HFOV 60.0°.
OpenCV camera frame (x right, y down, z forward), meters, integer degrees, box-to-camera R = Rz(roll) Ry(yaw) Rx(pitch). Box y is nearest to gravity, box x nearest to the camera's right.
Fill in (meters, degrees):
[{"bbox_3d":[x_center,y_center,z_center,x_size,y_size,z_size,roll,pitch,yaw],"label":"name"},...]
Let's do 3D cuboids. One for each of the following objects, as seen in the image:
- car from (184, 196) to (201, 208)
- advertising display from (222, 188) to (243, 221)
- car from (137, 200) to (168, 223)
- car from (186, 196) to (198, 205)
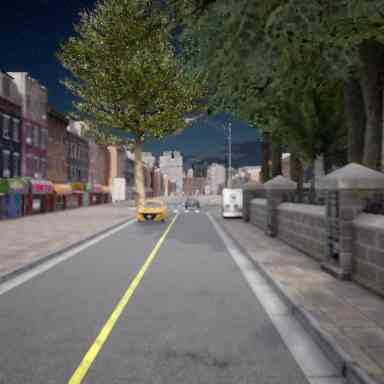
[{"bbox_3d":[0.040,1.241,41.771,2.128,1.511,4.902,-1,0,0],"label":"car"},{"bbox_3d":[2.995,0.899,24.722,1.540,2.440,0.280,-1,0,0],"label":"advertising display"},{"bbox_3d":[-2.821,1.351,24.598,1.882,1.535,5.008,0,0,0],"label":"car"},{"bbox_3d":[-0.002,1.337,53.815,1.895,1.301,4.718,0,0,0],"label":"car"}]
